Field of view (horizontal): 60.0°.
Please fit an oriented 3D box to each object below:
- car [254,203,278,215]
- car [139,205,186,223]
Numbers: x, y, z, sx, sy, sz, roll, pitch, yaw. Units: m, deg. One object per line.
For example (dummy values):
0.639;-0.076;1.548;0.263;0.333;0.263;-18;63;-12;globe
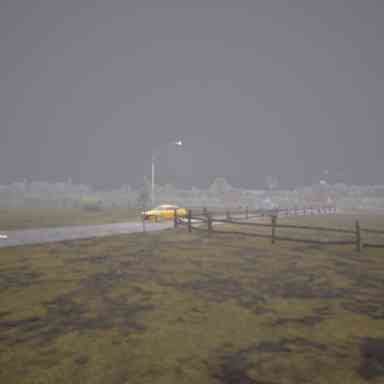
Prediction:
10.840;2.380;48.721;2.097;1.767;4.553;0;-2;36;car
-2.573;1.935;29.992;1.882;1.535;5.008;0;-2;35;car
